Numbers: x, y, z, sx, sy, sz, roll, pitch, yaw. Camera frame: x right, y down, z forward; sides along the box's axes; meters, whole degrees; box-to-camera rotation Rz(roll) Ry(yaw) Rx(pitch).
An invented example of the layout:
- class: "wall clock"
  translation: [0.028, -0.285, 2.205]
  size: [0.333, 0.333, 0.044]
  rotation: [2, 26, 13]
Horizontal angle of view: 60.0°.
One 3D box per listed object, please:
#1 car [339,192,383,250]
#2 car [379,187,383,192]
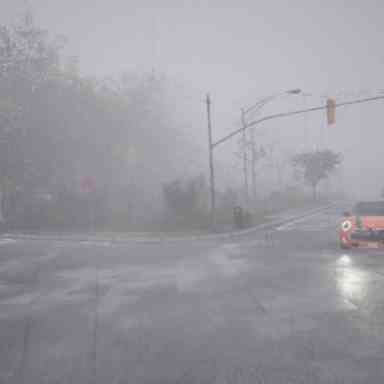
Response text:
- class: "car"
  translation: [6.859, 1.055, 12.369]
  size: [2.097, 1.767, 4.553]
  rotation: [-3, 0, 32]
- class: "car"
  translation: [20.842, 0.290, 34.481]
  size: [2.150, 2.045, 5.566]
  rotation: [-3, 0, 32]
